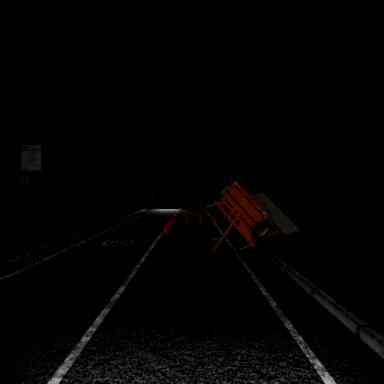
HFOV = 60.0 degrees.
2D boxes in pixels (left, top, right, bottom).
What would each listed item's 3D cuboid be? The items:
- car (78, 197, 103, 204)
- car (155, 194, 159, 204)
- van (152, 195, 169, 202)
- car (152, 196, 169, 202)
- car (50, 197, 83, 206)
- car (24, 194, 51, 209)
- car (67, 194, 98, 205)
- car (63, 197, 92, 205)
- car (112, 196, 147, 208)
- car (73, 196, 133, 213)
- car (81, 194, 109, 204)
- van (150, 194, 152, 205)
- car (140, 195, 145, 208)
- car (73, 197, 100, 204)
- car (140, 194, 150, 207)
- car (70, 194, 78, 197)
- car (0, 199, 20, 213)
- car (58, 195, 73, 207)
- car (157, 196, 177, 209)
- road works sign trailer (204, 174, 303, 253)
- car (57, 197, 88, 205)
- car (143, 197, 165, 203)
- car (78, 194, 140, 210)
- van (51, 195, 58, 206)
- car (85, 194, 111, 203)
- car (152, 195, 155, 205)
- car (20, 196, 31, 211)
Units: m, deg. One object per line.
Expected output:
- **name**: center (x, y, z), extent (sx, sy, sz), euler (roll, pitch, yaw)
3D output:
- **car**: center (-21.950, 1.810, 72.143), extent (4.674, 1.452, 2.002), euler (0, -1, 0)
- **car**: center (-8.849, 1.634, 58.476), extent (5.008, 1.535, 2.097), euler (0, -1, 0)
- **van**: center (-8.783, 1.786, 92.113), extent (4.442, 1.987, 1.878), euler (0, -1, 0)
- **car**: center (-8.935, 1.921, 94.915), extent (4.553, 1.767, 2.185), euler (0, -1, 0)
- **car**: center (-21.928, 1.634, 58.343), extent (5.008, 1.535, 2.097), euler (0, -1, 0)
- **car**: center (-21.892, 1.385, 44.421), extent (4.553, 1.767, 2.185), euler (0, 0, 0)
- **car**: center (-21.917, 1.460, 66.699), extent (5.566, 2.045, 2.435), euler (0, -1, 0)
- **car**: center (-21.970, 1.714, 63.913), extent (4.792, 1.488, 2.163), euler (0, -1, 0)
- **car**: center (-8.813, 1.407, 47.263), extent (4.553, 1.767, 2.185), euler (0, -1, 0)
- **car**: center (-8.841, 1.450, 33.251), extent (4.892, 1.521, 2.231), euler (0, 0, 0)
- **car**: center (-21.927, 1.552, 75.054), extent (5.566, 2.045, 2.435), euler (0, -1, 0)
- **van**: center (-8.730, 1.332, 50.068), extent (4.442, 1.987, 1.878), euler (0, -1, 0)
- **car**: center (-8.849, 1.490, 41.656), extent (4.892, 1.521, 2.231), euler (0, 0, 0)
- **car**: center (-21.944, 1.741, 69.483), extent (5.008, 1.535, 2.097), euler (0, -1, 0)
- **car**: center (-8.872, 1.259, 44.464), extent (5.566, 2.045, 2.435), euler (0, 0, 0)
- **car**: center (-21.745, 1.605, 55.557), extent (5.366, 1.575, 1.946), euler (0, -1, 0)
- **car**: center (-21.930, 1.458, 36.065), extent (5.008, 1.535, 2.097), euler (0, 0, 0)
- **car**: center (-21.925, 1.623, 52.772), extent (4.674, 1.452, 2.002), euler (0, -1, 0)
- **car**: center (-3.249, 1.613, 45.137), extent (1.994, 1.385, 4.181), euler (0, -1, 0)
- **road works sign trailer**: center (2.367, 1.056, 12.647), extent (3.560, 2.880, 2.380), euler (-5, 45, -44)
- **car**: center (-21.908, 1.689, 61.128), extent (4.792, 1.488, 2.163), euler (0, -1, 0)
- **car**: center (-8.910, 1.869, 78.095), extent (4.792, 1.488, 2.163), euler (0, -1, 0)
- **car**: center (-8.874, 1.208, 36.054), extent (5.566, 2.045, 2.435), euler (0, 0, 0)
- **van**: center (-22.040, 1.307, 47.202), extent (4.442, 1.987, 1.878), euler (0, 0, 0)
- **car**: center (-21.932, 1.585, 77.715), extent (5.566, 2.045, 2.435), euler (0, -1, 0)
- **car**: center (-8.842, 1.584, 52.870), extent (4.892, 1.521, 2.231), euler (0, -1, 0)
- **car**: center (-21.926, 1.513, 38.851), extent (4.674, 1.452, 2.002), euler (0, 0, 0)
